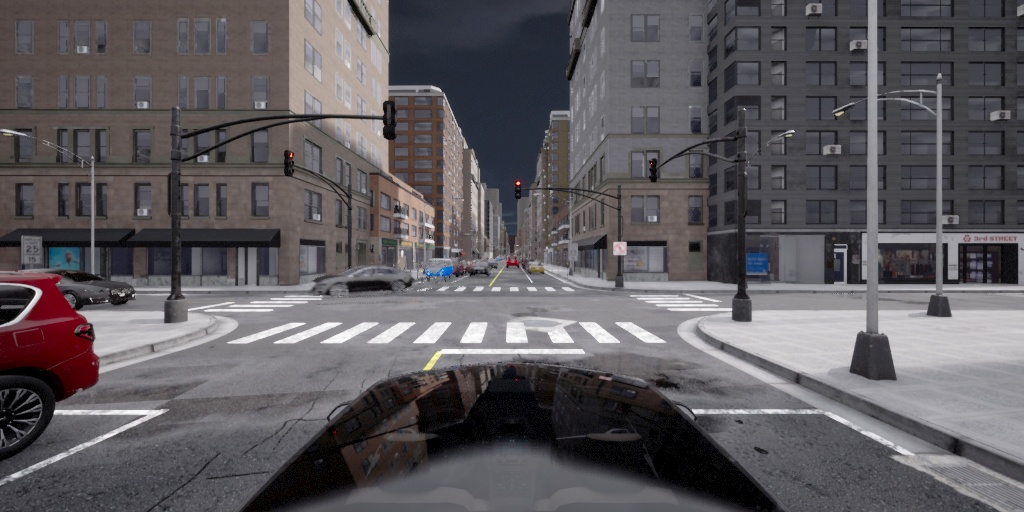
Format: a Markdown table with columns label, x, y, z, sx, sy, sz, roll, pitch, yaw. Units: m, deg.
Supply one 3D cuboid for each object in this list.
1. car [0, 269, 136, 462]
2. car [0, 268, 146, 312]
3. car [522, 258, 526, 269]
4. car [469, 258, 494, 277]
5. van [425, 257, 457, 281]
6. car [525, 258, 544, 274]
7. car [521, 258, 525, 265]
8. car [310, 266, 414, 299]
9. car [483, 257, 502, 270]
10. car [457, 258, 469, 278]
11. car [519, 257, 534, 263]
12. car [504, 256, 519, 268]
| label | x | y | z | sx | sy | sz | roll | pitch | yaw |
| --- | --- | --- | --- | --- | --- | --- | --- | --- | --- |
| car | -5.858 | 1.065 | 2.122 | 2.192 | 1.841 | 5.009 | 0 | 0 | 0 |
| car | -17.565 | 1.265 | 13.846 | 4.892 | 1.490 | 1.837 | 0 | 0 | -2 |
| car | 2.706 | 1.296 | 45.872 | 2.007 | 1.370 | 4.403 | 0 | 0 | 0 |
| car | -3.070 | 1.253 | 35.327 | 1.837 | 1.490 | 4.892 | 0 | 0 | 0 |
| van | -5.834 | 1.088 | 29.069 | 1.690 | 1.789 | 3.998 | 0 | 0 | 0 |
| car | 2.701 | 1.272 | 40.447 | 1.751 | 1.417 | 4.829 | 0 | 0 | 0 |
| car | 2.711 | 1.310 | 51.466 | 1.948 | 1.339 | 4.313 | 0 | 0 | 0 |
| car | -7.471 | 1.241 | 18.270 | 4.902 | 1.511 | 2.128 | 0 | 1 | -41 |
| car | -3.041 | 1.291 | 53.362 | 2.033 | 1.411 | 5.357 | 0 | 0 | 0 |
| car | -5.830 | 1.062 | 34.665 | 2.192 | 1.841 | 5.009 | 0 | 0 | 0 |
| car | 2.716 | 1.058 | 57.060 | 2.192 | 1.841 | 5.009 | 0 | 0 | 0 |
| car | 0.150 | 0.964 | 60.954 | 2.150 | 2.045 | 5.566 | 0 | 0 | 0 |
